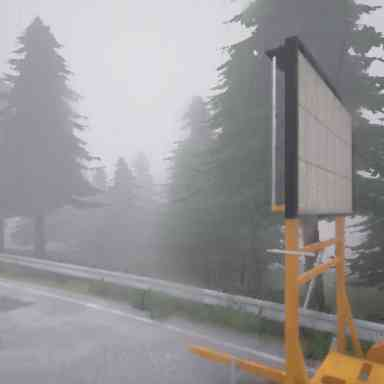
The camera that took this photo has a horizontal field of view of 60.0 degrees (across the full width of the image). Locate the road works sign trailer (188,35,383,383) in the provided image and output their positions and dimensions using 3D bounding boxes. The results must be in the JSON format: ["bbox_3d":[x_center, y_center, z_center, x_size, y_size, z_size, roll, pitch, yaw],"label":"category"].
[{"bbox_3d":[1.167,0.645,3.419,2.880,3.560,2.380,-1,-3,35],"label":"road works sign trailer"}]
